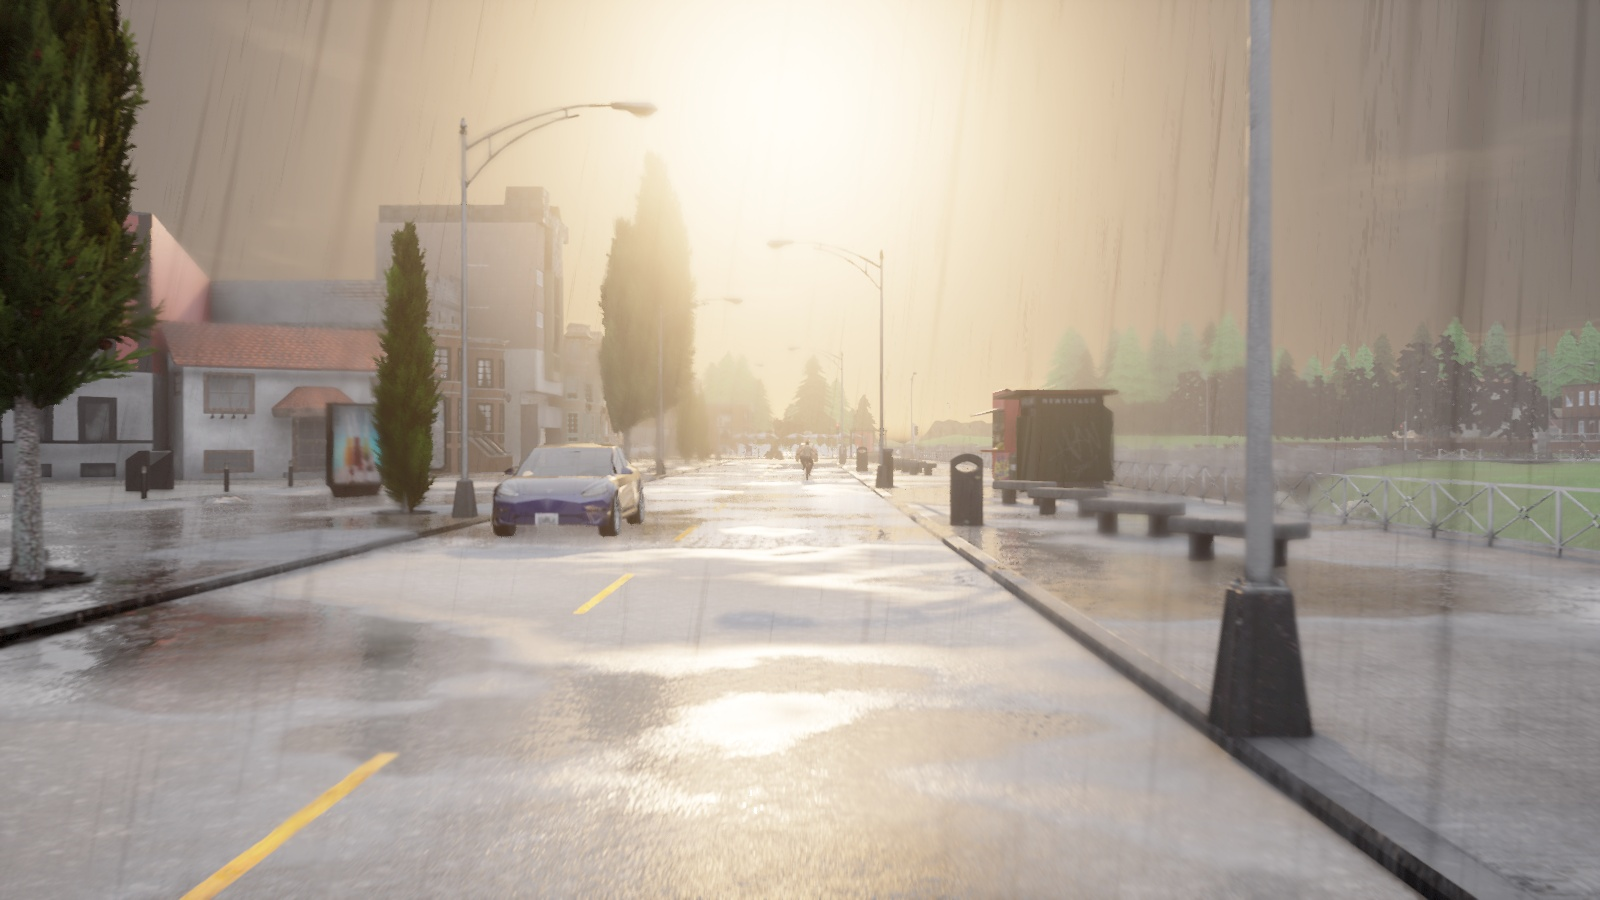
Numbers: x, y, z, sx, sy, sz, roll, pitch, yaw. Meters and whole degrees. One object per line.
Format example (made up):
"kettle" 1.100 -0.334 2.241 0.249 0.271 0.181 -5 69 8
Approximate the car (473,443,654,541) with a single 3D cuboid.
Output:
"car" -3.865 0.622 21.469 2.163 1.488 4.792 0 0 0
